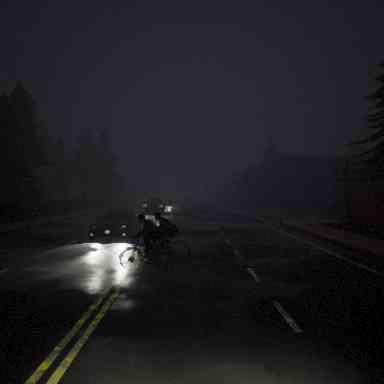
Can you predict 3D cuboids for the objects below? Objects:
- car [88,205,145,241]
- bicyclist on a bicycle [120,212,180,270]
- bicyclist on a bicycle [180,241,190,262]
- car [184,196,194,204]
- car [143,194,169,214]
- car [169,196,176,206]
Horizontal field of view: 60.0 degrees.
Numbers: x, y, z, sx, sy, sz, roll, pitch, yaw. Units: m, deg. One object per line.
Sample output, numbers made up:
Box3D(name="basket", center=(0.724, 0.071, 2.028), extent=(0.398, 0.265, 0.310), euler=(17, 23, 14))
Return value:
Box3D(name="car", center=(-3.747, 1.564, 16.683), extent=(1.994, 1.385, 4.181), euler=(0, 0, -1))
Box3D(name="bicyclist on a bicycle", center=(-1.283, 1.455, 9.632), extent=(1.656, 1.620, 0.582), euler=(-2, 0, -4))
Box3D(name="bicyclist on a bicycle", center=(-0.896, 1.455, 10.508), extent=(1.656, 1.620, 0.582), euler=(-2, 0, -3))
Box3D(name="car", center=(-0.503, 1.547, 65.004), extent=(2.033, 1.411, 5.357), euler=(0, 0, -1))
Box3D(name="car", center=(-3.918, 1.352, 34.759), extent=(2.097, 1.767, 4.553), euler=(0, 0, -1))
Box3D(name="car", center=(-4.084, 1.491, 53.065), extent=(2.128, 1.511, 4.902), euler=(0, 0, 0))
